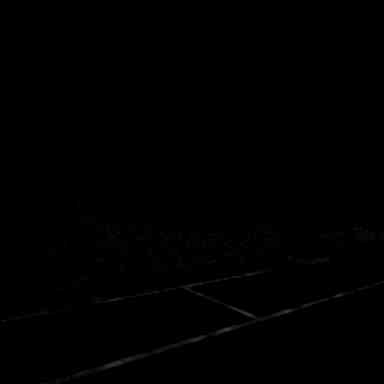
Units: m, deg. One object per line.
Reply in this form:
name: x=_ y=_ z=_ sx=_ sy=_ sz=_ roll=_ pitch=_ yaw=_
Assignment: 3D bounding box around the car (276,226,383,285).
car: x=4.294 y=1.675 z=9.708 sx=4.206 sy=1.307 sz=1.802 roll=1 pitch=0 yaw=-35
